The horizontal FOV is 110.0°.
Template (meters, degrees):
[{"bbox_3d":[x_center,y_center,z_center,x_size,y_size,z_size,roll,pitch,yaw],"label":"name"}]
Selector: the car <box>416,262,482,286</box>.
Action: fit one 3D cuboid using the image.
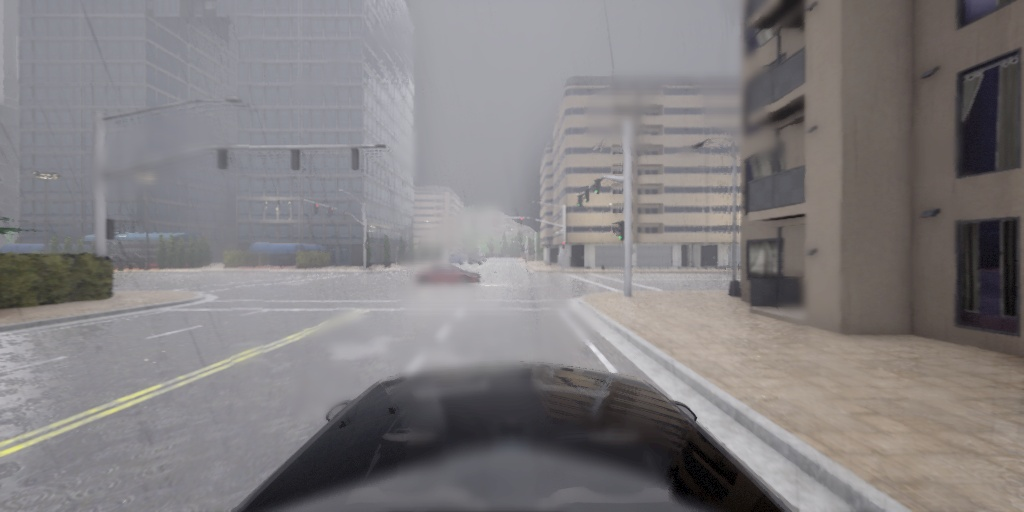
[{"bbox_3d":[-4.169,1.298,23.789,4.181,1.385,1.994,1,0,-1],"label":"car"}]
